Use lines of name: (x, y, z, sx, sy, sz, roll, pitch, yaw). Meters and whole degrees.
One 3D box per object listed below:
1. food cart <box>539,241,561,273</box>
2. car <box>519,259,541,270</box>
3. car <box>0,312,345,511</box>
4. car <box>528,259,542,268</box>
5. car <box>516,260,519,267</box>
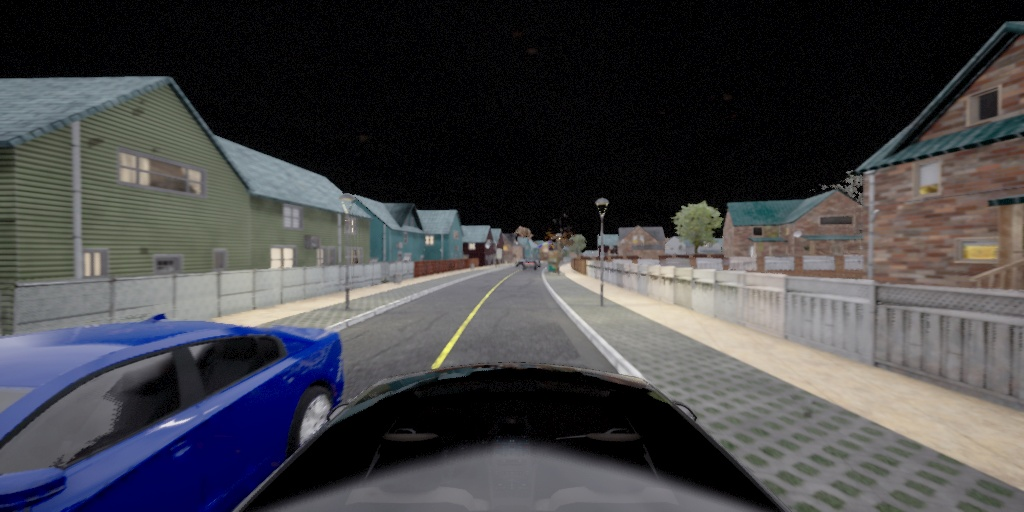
food cart: (4.563, 0.187, 40.657, 2.280, 3.560, 4.660, 0, 0, 5)
car: (2.624, 1.206, 50.504, 2.128, 1.511, 4.902, 0, 0, 8)
car: (-2.837, 1.228, 2.049, 1.882, 1.535, 5.008, 0, 0, 0)
car: (3.907, 1.257, 60.214, 2.033, 1.411, 5.357, 0, 0, 9)
car: (1.797, 1.251, 64.803, 2.033, 1.411, 5.357, 0, 0, 5)
